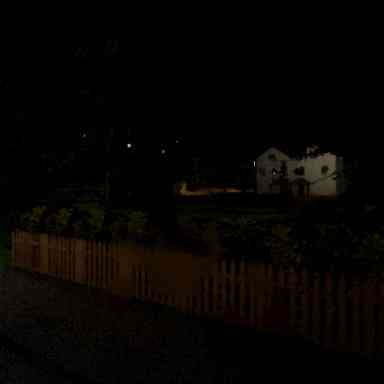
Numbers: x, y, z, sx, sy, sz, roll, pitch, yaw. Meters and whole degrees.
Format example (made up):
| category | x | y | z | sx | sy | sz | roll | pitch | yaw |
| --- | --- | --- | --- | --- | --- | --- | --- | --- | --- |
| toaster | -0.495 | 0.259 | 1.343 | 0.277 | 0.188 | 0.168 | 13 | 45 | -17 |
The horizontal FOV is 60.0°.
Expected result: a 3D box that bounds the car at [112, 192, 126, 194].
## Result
| category | x | y | z | sx | sy | sz | roll | pitch | yaw |
| --- | --- | --- | --- | --- | --- | --- | --- | --- | --- |
| car | -14.258 | 0.998 | 61.937 | 2.150 | 2.045 | 5.566 | 0 | 0 | 36 |
